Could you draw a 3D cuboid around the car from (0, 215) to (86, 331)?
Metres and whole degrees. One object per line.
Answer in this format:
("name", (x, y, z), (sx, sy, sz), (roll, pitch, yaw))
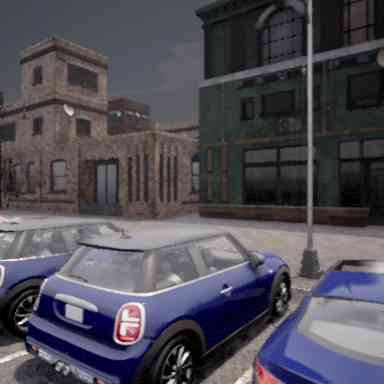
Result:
("car", (-2.316, 1.318, 6.961), (2.185, 1.767, 4.553), (0, 0, 35))

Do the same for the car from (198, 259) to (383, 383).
("car", (2.230, 1.518, 3.761), (2.002, 1.452, 4.674), (0, 0, 35))

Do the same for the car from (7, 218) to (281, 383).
("car", (-0.050, 1.335, 5.349), (2.185, 1.767, 4.553), (0, 0, 35))
